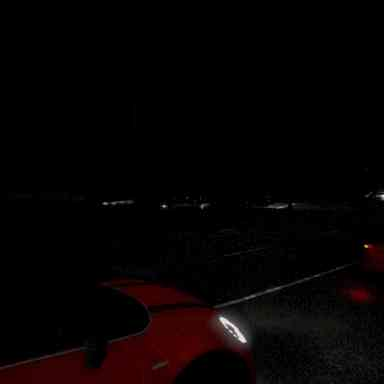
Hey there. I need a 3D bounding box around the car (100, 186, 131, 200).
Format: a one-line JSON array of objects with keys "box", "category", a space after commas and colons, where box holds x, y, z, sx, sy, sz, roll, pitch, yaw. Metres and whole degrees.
[{"box": [-11.987, 0.130, 51.102, 5.566, 2.045, 2.150, 2, 4, 33], "category": "car"}]

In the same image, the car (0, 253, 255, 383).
[{"box": [-1.586, 1.351, 2.811, 4.553, 1.767, 2.097, 0, 0, -36], "category": "car"}]

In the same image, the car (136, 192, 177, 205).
[{"box": [-4.816, 0.787, 42.296, 5.008, 1.535, 1.882, 1, 3, 33], "category": "car"}]

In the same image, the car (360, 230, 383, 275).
[{"box": [6.342, 1.462, 9.138, 4.181, 1.385, 1.994, -2, 1, -41], "category": "car"}]

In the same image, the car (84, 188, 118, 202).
[{"box": [-13.441, 0.595, 47.893, 4.892, 1.490, 1.837, 2, 4, 33], "category": "car"}]

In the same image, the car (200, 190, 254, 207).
[{"box": [3.847, 0.843, 36.677, 4.902, 1.511, 2.128, 0, 3, 33], "category": "car"}]

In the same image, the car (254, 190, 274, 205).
[{"box": [7.138, 0.527, 38.729, 4.553, 1.767, 2.097, -1, 2, 32], "category": "car"}]

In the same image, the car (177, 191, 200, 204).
[{"box": [-0.265, 0.680, 43.513, 4.892, 1.490, 1.837, 1, 3, 33], "category": "car"}]
